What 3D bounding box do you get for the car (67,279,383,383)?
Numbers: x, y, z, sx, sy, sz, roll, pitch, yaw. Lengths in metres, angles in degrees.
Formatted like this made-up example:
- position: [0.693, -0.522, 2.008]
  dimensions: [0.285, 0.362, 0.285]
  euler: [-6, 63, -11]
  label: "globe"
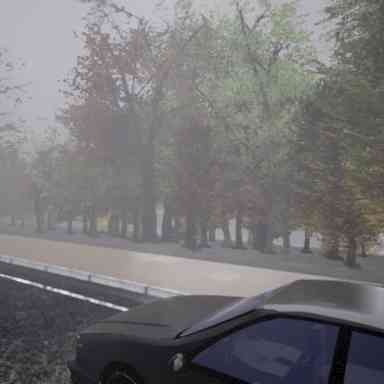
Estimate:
- position: [1.247, 1.552, 2.794]
  dimensions: [5.357, 1.411, 2.033]
  euler: [-1, 0, 36]
  label: "car"
